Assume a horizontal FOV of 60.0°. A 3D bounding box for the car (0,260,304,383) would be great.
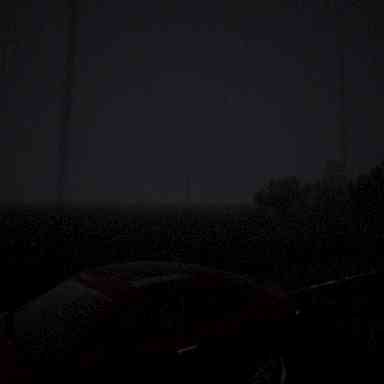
[{"bbox_3d":[-0.760,1.539,3.447,4.674,1.442,1.812,1,0,-35],"label":"car"}]
